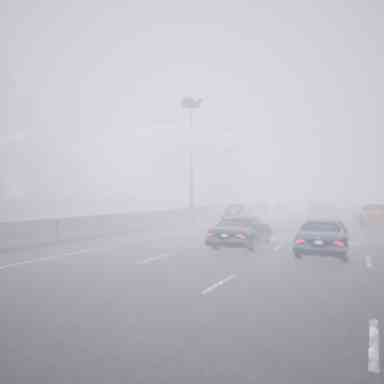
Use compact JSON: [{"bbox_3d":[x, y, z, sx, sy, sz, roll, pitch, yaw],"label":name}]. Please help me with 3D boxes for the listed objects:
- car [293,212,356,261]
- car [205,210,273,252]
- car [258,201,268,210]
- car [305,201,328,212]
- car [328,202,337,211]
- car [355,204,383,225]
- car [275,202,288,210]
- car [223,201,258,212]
[{"bbox_3d":[5.242,1.746,13.214,2.033,1.411,5.357,0,-1,25],"label":"car"},{"bbox_3d":[2.329,1.780,15.214,2.033,1.411,5.357,0,-1,25],"label":"car"},{"bbox_3d":[9.922,2.074,48.008,2.097,1.767,4.553,0,-1,13],"label":"car"},{"bbox_3d":[16.115,2.002,43.834,2.097,1.767,4.553,0,-1,14],"label":"car"},{"bbox_3d":[21.738,2.349,53.156,1.994,1.385,4.181,0,-1,10],"label":"car"},{"bbox_3d":[14.797,1.754,27.467,2.097,1.767,4.553,-1,-1,19],"label":"car"},{"bbox_3d":[15.348,2.376,56.849,1.812,1.442,4.674,0,-1,9],"label":"car"},{"bbox_3d":[4.053,1.787,28.673,2.097,1.767,4.553,-1,-1,20],"label":"car"}]
